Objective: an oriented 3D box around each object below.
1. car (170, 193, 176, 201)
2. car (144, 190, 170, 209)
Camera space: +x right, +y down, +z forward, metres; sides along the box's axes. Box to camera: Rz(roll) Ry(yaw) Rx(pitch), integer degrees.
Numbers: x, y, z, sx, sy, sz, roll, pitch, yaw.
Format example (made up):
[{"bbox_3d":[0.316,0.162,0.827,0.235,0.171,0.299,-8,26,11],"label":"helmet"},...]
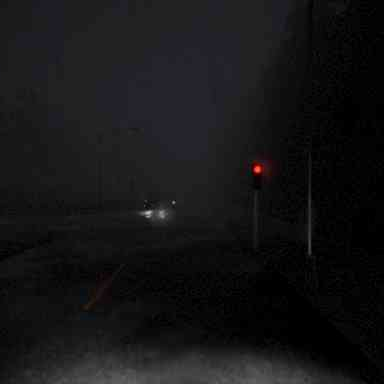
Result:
[{"bbox_3d":[-4.026,0.836,61.845,1.812,1.442,4.674,0,1,0],"label":"car"},{"bbox_3d":[-4.015,0.907,37.310,2.150,2.045,5.566,0,2,0],"label":"car"}]
